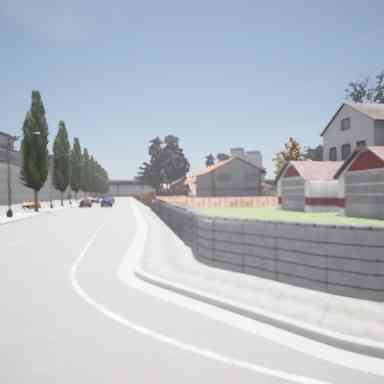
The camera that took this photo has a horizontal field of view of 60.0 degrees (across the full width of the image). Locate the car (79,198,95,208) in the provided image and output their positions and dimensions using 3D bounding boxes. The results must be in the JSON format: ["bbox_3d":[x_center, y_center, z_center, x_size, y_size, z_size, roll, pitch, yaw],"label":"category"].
[{"bbox_3d":[-18.577,1.973,58.302,1.812,1.442,4.674,-1,0,-11],"label":"car"}]

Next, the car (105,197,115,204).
[{"bbox_3d":[-17.766,1.789,72.179,1.812,1.442,4.674,-1,0,-11],"label":"car"}]

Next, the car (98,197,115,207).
[{"bbox_3d":[-15.206,1.894,59.315,1.882,1.535,5.008,-1,0,-11],"label":"car"}]

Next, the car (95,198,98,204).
[{"bbox_3d":[-21.205,1.894,71.534,1.895,1.301,4.718,-1,0,-11],"label":"car"}]

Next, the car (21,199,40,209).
[{"bbox_3d":[-25.850,1.959,53.425,1.882,1.535,5.008,0,0,-11],"label":"car"}]
